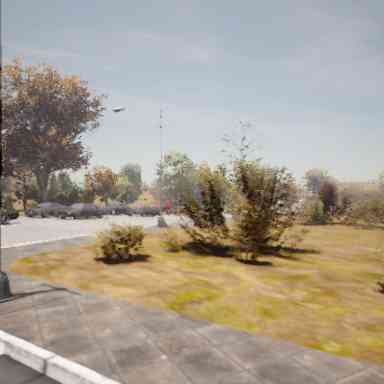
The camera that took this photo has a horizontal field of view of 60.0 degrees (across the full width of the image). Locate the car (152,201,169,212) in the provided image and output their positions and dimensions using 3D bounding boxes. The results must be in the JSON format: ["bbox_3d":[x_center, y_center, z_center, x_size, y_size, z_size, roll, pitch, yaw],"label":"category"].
[{"bbox_3d":[-5.089,2.308,50.042,2.150,2.045,5.566,1,-3,24],"label":"car"}]

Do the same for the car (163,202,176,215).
[{"bbox_3d":[-1.959,2.640,48.491,1.812,1.442,4.674,1,-3,23],"label":"car"}]

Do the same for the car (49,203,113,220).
[{"bbox_3d":[-9.865,1.723,30.137,2.033,1.411,5.357,1,-2,23],"label":"car"}]

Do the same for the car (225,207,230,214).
[{"bbox_3d":[7.197,3.462,60.602,1.895,1.301,4.718,1,-3,23],"label":"car"}]

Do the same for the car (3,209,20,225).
[{"bbox_3d":[-13.668,1.496,21.263,1.895,1.301,4.718,1,-1,23],"label":"car"}]

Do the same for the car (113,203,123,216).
[{"bbox_3d":[-9.331,2.078,40.255,1.837,1.490,4.892,1,-3,23],"label":"car"}]

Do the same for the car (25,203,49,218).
[{"bbox_3d":[-13.298,1.681,30.980,1.994,1.385,4.181,1,-2,24],"label":"car"}]

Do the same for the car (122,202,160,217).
[{"bbox_3d":[-5.947,2.195,39.285,1.994,1.385,4.181,1,-3,23],"label":"car"}]
